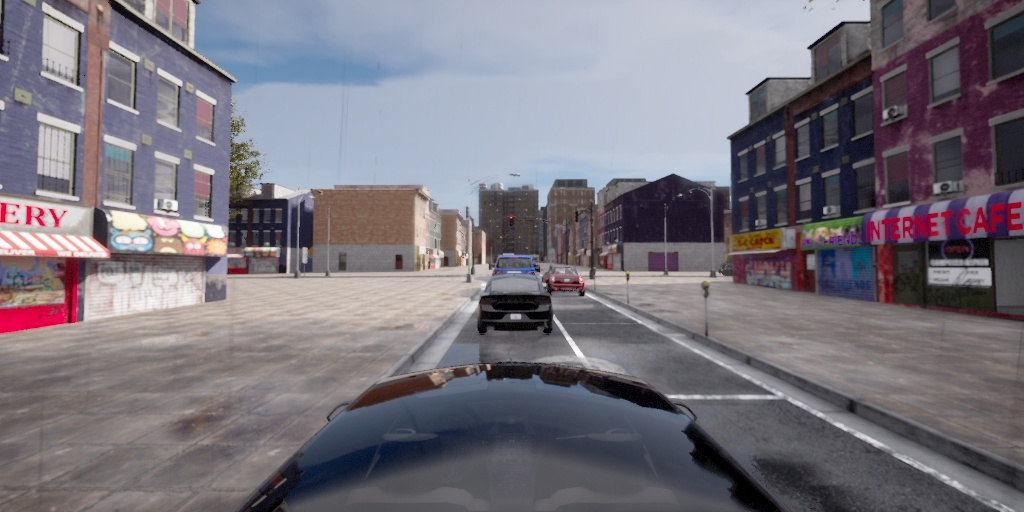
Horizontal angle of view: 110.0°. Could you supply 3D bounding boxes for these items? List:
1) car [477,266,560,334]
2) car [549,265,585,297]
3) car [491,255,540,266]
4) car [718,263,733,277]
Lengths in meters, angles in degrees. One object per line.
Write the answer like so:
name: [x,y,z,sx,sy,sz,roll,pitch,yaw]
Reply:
car: [0.056,1.232,10.631,1.882,1.535,5.008,0,0,-1]
car: [2.649,1.205,19.306,1.967,1.591,4.097,0,0,0]
car: [0.101,0.987,18.622,2.150,2.045,5.566,0,0,0]
car: [22.766,1.030,34.079,5.566,2.045,2.150,0,-2,0]
